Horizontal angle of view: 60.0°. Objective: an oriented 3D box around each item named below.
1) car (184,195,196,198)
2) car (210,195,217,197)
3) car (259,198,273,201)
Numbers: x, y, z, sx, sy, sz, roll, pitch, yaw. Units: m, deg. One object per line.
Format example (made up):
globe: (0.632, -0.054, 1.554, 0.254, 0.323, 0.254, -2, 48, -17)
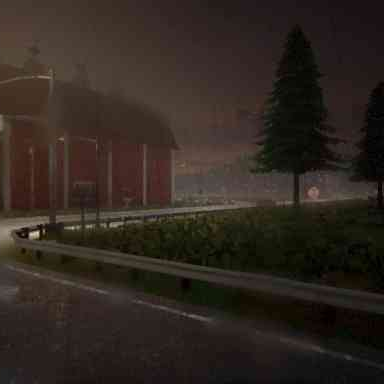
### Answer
car: (-0.611, 1.531, 82.879, 1.816, 1.474, 4.193, 0, 0, 36)
car: (5.959, 1.546, 94.005, 1.784, 1.438, 3.905, 0, 0, 36)
car: (12.018, 1.633, 53.812, 1.994, 1.385, 4.181, 0, 0, 37)
